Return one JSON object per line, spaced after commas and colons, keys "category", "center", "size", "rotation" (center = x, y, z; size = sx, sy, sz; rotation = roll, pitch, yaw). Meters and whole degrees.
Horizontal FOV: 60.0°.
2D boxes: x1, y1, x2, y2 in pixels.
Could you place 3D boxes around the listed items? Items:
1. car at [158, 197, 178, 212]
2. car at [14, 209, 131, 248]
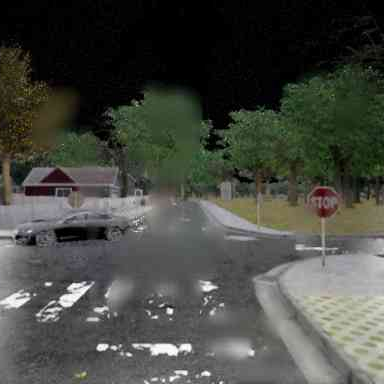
{"category": "car", "center": [-2.730, 1.426, 38.927], "size": [2.097, 1.767, 4.553], "rotation": [0, 0, 0]}
{"category": "car", "center": [-5.090, 1.535, 14.684], "size": [4.902, 1.511, 2.128], "rotation": [1, 1, -38]}
